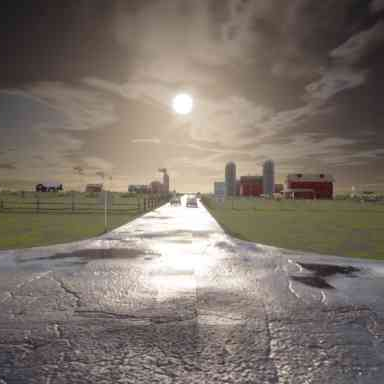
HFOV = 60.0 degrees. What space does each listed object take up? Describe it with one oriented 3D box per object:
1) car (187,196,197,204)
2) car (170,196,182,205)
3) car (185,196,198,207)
[{"bbox_3d":[-0.060,1.514,63.473,1.882,1.535,5.008,0,0,0],"label":"car"},{"bbox_3d":[-2.806,1.539,58.468,1.837,1.490,4.892,0,0,0],"label":"car"},{"bbox_3d":[-0.049,1.577,53.052,2.033,1.411,5.357,0,0,0],"label":"car"}]
